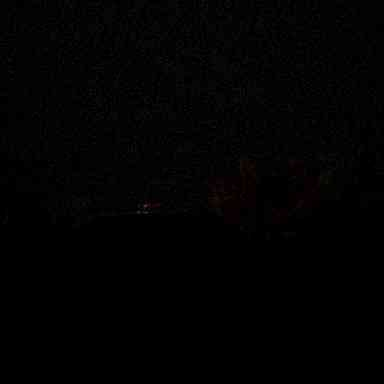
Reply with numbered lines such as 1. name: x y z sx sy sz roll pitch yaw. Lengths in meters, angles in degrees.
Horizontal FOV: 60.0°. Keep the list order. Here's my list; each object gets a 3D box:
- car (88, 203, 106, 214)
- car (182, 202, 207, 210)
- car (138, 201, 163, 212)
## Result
1. car: -14.008 2.320 45.512 1.837 1.490 4.892 -2 -2 36
2. car: 0.472 2.475 59.360 2.033 1.411 5.357 -2 -2 36
3. car: -6.922 2.301 55.318 2.097 1.767 4.553 -2 -2 36
